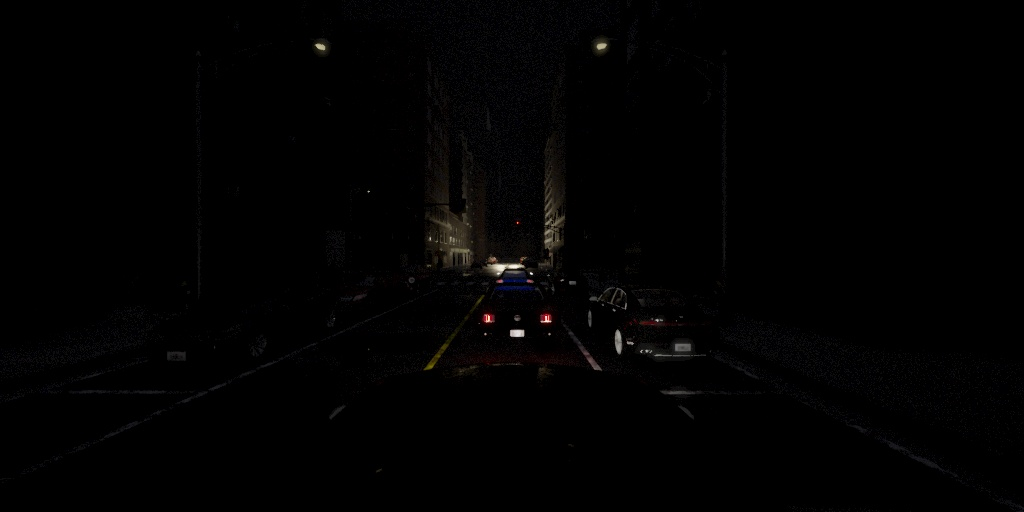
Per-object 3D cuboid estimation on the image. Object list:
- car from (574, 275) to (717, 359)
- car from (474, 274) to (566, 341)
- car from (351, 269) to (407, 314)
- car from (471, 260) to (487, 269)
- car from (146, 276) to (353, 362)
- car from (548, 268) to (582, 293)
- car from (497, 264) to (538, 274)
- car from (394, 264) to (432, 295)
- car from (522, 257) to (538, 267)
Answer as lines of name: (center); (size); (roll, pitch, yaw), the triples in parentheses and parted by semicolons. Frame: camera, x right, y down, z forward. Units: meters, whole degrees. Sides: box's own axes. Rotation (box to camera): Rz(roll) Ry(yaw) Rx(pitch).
car: (2.876, 1.300, 8.198); (2.007, 1.370, 4.403); (0, 0, 0)
car: (0.120, 1.351, 9.823); (1.895, 1.301, 4.718); (0, 0, 0)
car: (-5.632, 1.332, 13.726); (1.802, 1.307, 4.207); (0, 0, 0)
car: (-5.462, 1.368, 56.329); (1.802, 1.307, 4.207); (0, 0, 0)
car: (-5.649, 1.315, 8.225); (1.948, 1.339, 4.313); (0, 0, 0)
car: (2.911, 1.316, 19.200); (1.948, 1.339, 4.313); (0, 0, 0)
car: (0.149, 1.315, 18.582); (1.994, 1.385, 4.181); (0, 0, 1)
car: (-5.614, 1.190, 19.227); (1.967, 1.591, 4.097); (0, 0, 0)
car: (3.063, 1.226, 56.289); (1.967, 1.591, 4.097); (0, 0, 0)
